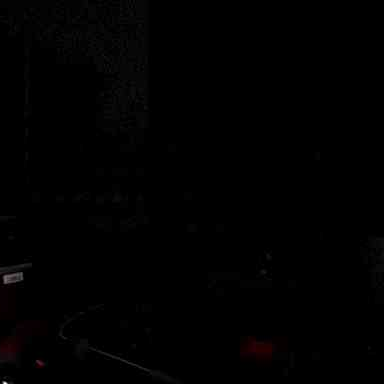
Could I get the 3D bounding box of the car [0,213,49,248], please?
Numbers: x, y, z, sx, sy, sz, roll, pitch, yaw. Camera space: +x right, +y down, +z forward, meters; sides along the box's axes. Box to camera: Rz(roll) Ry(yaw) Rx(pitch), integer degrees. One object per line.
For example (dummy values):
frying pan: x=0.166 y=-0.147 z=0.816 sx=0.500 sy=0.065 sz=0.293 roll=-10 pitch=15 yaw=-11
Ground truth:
car: x=-4.500 y=1.315 z=6.156 sx=5.009 sy=1.841 sz=2.192 roll=0 pitch=0 yaw=35

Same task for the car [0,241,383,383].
car: x=-0.066 y=1.440 z=3.007 sx=4.097 sy=1.590 sz=1.967 roll=0 pitch=0 yaw=35
